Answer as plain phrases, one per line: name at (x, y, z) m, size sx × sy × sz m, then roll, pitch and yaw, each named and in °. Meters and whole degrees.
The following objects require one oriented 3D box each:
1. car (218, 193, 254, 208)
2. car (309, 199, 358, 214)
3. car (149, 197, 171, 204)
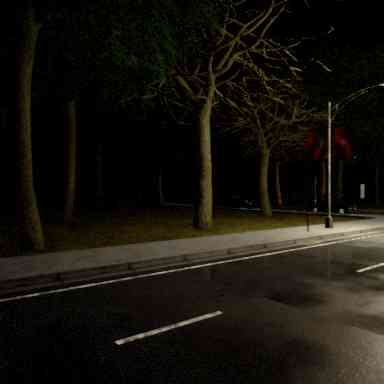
car at (6.004, 1.195, 45.967) m, size 2.150 × 2.045 × 5.566 m, roll 0°, pitch 0°, yaw -37°
car at (14.636, 1.493, 34.696) m, size 1.837 × 1.490 × 4.892 m, roll 0°, pitch 0°, yaw -39°
car at (-5.951, 1.563, 61.684) m, size 1.895 × 1.301 × 4.718 m, roll 0°, pitch 0°, yaw -37°
